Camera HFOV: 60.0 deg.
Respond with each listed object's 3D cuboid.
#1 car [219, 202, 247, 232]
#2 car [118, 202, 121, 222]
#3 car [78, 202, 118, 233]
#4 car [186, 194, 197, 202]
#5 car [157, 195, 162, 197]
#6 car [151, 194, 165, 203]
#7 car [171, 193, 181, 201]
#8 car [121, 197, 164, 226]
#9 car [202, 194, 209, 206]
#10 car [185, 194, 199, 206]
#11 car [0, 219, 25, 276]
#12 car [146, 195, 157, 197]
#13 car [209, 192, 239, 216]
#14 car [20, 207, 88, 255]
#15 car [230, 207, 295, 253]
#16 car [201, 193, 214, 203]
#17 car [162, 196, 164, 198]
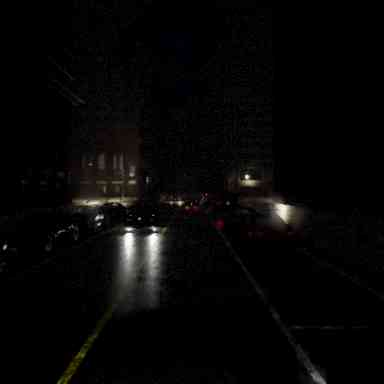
[{"bbox_3d":[2.737,1.439,18.529,1.802,1.307,4.206,0,0,0],"label":"car"},{"bbox_3d":[-5.794,1.397,24.150,1.802,1.307,4.206,0,0,0],"label":"car"},{"bbox_3d":[-5.788,1.408,18.513,2.008,1.369,4.403,0,0,0],"label":"car"},{"bbox_3d":[-0.073,1.125,61.112,1.994,1.385,4.181,0,0,0],"label":"car"},{"bbox_3d":[-5.822,1.223,46.696,1.947,1.339,4.313,0,0,0],"label":"car"},{"bbox_3d":[-5.836,1.132,57.969,2.008,1.369,4.403,0,0,0],"label":"car"},{"bbox_3d":[-3.077,0.935,64.397,1.882,1.535,5.008,0,0,0],"label":"car"},{"bbox_3d":[-3.126,1.335,22.207,1.837,1.490,4.892,0,0,0],"label":"car"},{"bbox_3d":[2.703,1.222,46.708,1.947,1.339,4.313,0,0,0],"label":"car"},{"bbox_3d":[-0.038,1.255,47.108,1.895,1.301,4.718,0,0,0],"label":"car"},{"bbox_3d":[-5.774,1.509,7.241,1.947,1.339,4.313,0,0,0],"label":"car"},{"bbox_3d":[-5.815,1.277,41.059,1.802,1.307,4.206,0,0,0],"label":"car"},{"bbox_3d":[2.964,0.998,30.046,2.150,2.045,5.566,0,0,0],"label":"car"},{"bbox_3d":[-5.781,1.466,12.877,1.947,1.339,4.313,0,0,0],"label":"car"},{"bbox_3d":[2.744,1.482,12.893,1.802,1.307,4.206,0,0,0],"label":"car"},{"bbox_3d":[2.689,1.021,57.980,1.967,1.590,4.097,0,0,0],"label":"car"},{"bbox_3d":[-5.829,1.185,52.332,1.947,1.339,4.313,0,0,0],"label":"car"}]
